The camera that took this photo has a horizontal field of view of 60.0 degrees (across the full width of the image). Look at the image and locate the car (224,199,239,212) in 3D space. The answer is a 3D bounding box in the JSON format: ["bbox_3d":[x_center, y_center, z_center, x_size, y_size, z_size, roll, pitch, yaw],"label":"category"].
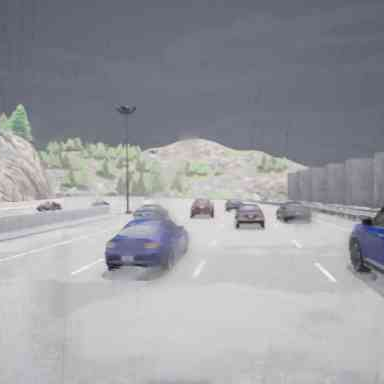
[{"bbox_3d":[4.879,1.512,39.227,2.033,1.411,5.357,-1,0,1],"label":"car"}]

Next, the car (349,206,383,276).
[{"bbox_3d":[5.171,1.141,7.057,2.150,2.045,5.566,-1,0,9],"label":"car"}]

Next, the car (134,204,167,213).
[{"bbox_3d":[-2.990,1.629,24.757,2.033,1.411,5.357,-1,0,6],"label":"car"}]

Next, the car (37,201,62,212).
[{"bbox_3d":[-19.707,1.961,46.062,1.994,1.385,4.181,-1,0,0],"label":"car"}]

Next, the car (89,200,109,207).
[{"bbox_3d":[-12.711,1.840,45.800,1.994,1.385,4.181,-1,0,0],"label":"car"}]

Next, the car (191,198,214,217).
[{"bbox_3d":[1.017,1.373,31.394,2.097,1.767,4.553,-1,0,4],"label":"car"}]

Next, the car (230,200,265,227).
[{"bbox_3d":[3.786,1.510,22.385,2.033,1.411,5.357,-1,0,6],"label":"car"}]

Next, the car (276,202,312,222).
[{"bbox_3d":[7.540,1.465,25.001,1.994,1.385,4.181,-1,0,5],"label":"car"}]

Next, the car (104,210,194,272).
[{"bbox_3d":[-1.297,1.561,10.903,1.812,1.442,4.674,-1,0,9],"label":"car"}]
